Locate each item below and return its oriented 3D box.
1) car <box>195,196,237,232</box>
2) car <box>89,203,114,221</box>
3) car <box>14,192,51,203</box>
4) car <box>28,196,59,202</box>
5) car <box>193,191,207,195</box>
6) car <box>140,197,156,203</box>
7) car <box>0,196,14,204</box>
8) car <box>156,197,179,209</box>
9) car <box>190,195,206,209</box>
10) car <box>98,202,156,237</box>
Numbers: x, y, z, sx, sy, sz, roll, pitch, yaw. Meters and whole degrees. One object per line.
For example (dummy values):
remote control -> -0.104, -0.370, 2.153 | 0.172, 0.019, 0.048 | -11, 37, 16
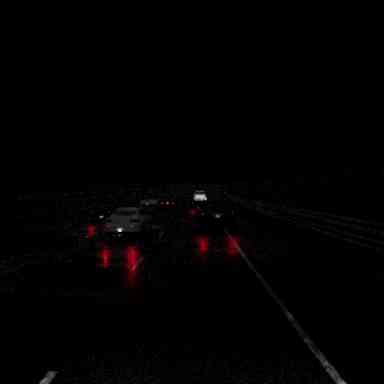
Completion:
car -> 1.407, 1.302, 19.869 | 2.097, 1.767, 4.553 | 0, 0, 1
car -> -6.607, 1.513, 26.614 | 1.895, 1.301, 4.718 | 0, 0, 1
car -> -20.238, 1.005, 43.287 | 2.150, 2.045, 5.566 | 0, 0, 2
car -> -16.899, 1.427, 39.273 | 1.895, 1.301, 4.718 | 0, 1, 2
car -> 1.382, 0.769, 56.356 | 2.150, 2.045, 5.566 | 0, 1, 3
car -> -5.954, 1.331, 47.086 | 1.895, 1.301, 4.718 | 0, 1, 2
car -> -23.791, 1.288, 41.920 | 2.128, 1.511, 4.902 | 0, 0, 2
car -> -2.704, 1.363, 40.860 | 2.033, 1.411, 5.357 | 0, 1, 2
car -> 0.819, 1.399, 41.994 | 1.895, 1.301, 4.718 | 0, 1, 3
car -> -3.255, 1.486, 17.521 | 1.812, 1.442, 4.674 | 0, 0, 1
